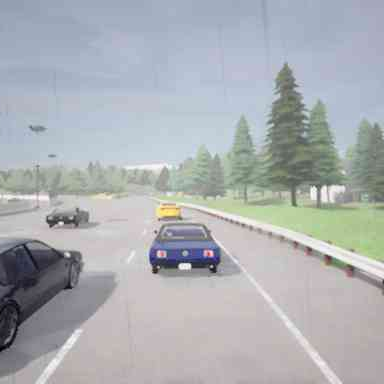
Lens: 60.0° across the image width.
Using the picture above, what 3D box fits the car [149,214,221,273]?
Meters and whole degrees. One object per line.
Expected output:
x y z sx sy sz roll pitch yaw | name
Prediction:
-0.295 1.617 10.729 1.895 1.301 4.718 0 0 -3 | car

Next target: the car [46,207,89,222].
-8.354 1.650 22.812 1.895 1.301 4.718 0 0 -6 | car

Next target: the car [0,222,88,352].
-3.570 1.563 6.052 2.033 1.411 5.357 0 0 -2 | car

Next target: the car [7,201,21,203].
-29.630 1.747 55.945 1.994 1.385 4.181 0 0 -17 | car

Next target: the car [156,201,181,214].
-2.047 1.523 28.480 1.882 1.535 5.008 0 0 -8 | car
